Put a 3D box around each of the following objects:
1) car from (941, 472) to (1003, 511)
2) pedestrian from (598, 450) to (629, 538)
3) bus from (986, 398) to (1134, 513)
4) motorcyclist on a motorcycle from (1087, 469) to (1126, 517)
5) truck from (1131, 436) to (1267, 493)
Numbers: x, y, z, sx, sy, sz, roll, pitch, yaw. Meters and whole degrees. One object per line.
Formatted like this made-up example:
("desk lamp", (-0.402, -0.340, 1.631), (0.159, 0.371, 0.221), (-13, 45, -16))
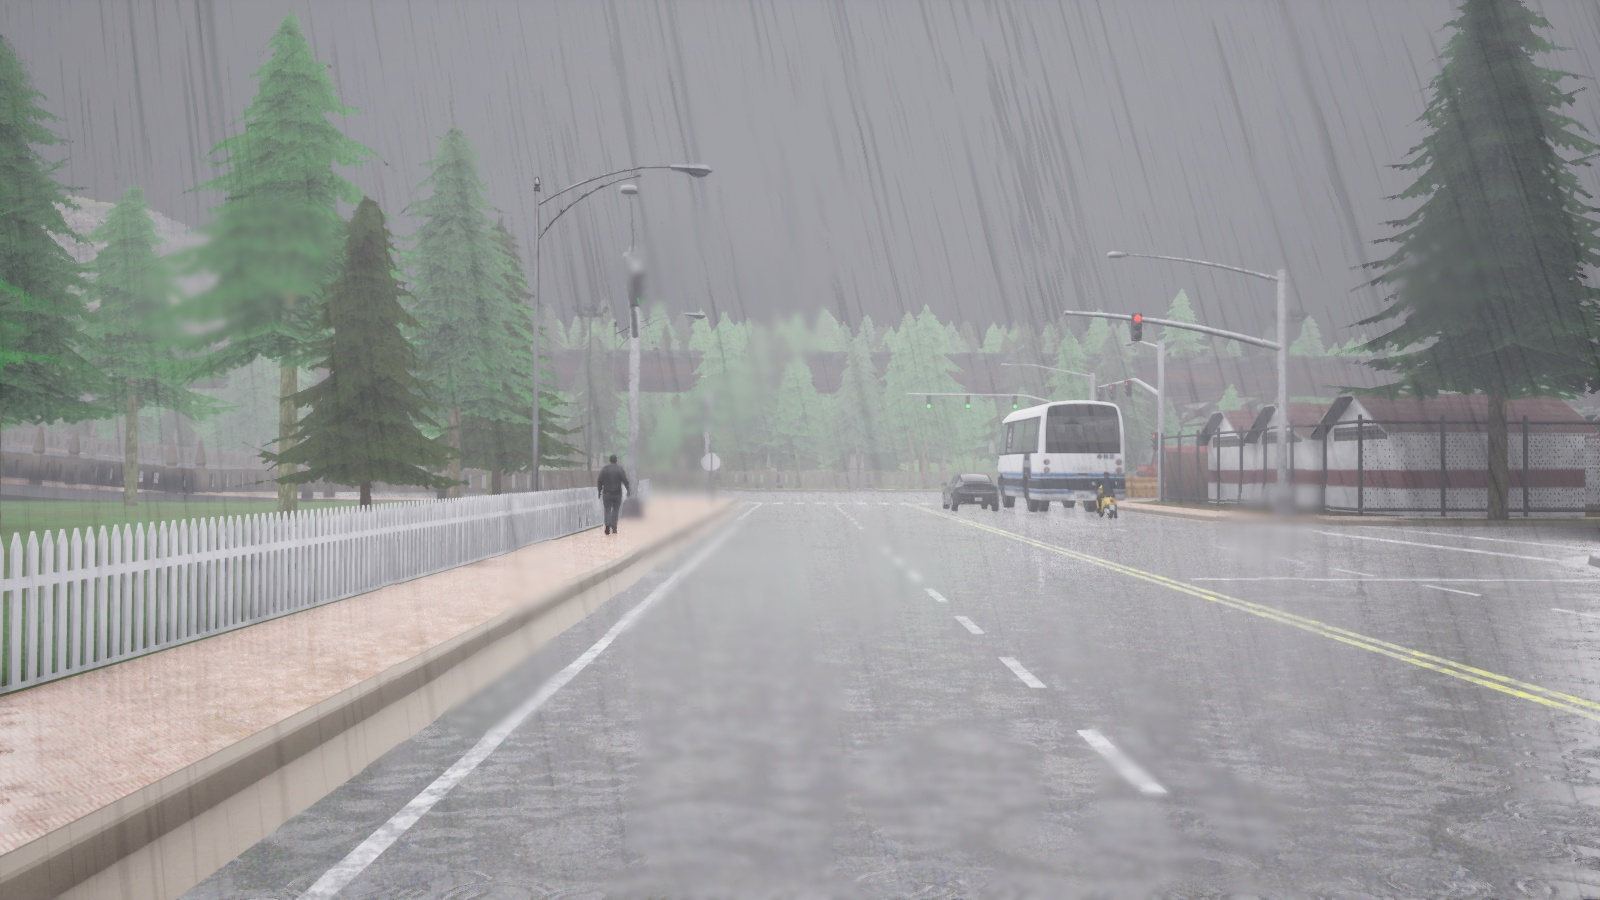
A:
("car", (6.935, 1.650, 51.170), (1.837, 1.490, 4.892), (0, -1, 0))
("pedestrian", (-4.053, 0.947, 27.314), (0.563, 1.883, 0.849), (0, -1, 0))
("bus", (10.427, 0.264, 51.819), (3.944, 4.253, 10.273), (0, -1, 0))
("motorcyclist on a motorcycle", (10.446, 1.443, 42.795), (0.866, 1.590, 1.817), (0, -1, 0))
("truck", (27.591, 0.997, 87.012), (8.468, 3.827, 2.891), (0, -1, -2))
